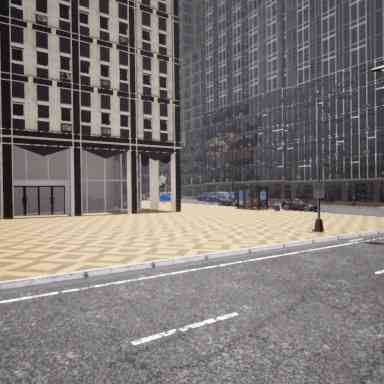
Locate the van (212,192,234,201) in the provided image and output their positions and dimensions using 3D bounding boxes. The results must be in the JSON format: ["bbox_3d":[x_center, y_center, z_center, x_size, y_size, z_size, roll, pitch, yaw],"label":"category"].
[{"bbox_3d":[5.834,0.853,59.309,1.690,1.788,3.998,-1,1,-34],"label":"van"}]

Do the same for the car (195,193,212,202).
[{"bbox_3d":[2.520,0.887,59.557,2.097,1.767,4.553,-1,1,-34],"label":"car"}]

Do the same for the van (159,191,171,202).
[{"bbox_3d":[-4.291,0.936,59.285,1.690,1.788,3.998,0,1,-34],"label":"van"}]

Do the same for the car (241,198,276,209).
[{"bbox_3d":[8.424,1.386,40.444,1.802,1.307,4.206,-1,1,-34],"label":"car"}]

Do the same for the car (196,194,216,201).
[{"bbox_3d":[2.633,1.041,64.008,1.802,1.307,4.206,-1,1,-34],"label":"car"}]

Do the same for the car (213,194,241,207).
[{"bbox_3d":[5.270,1.318,45.172,1.947,1.339,4.313,-1,1,-34],"label":"car"}]

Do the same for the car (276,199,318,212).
[{"bbox_3d":[11.612,1.422,35.737,1.947,1.339,4.313,-1,1,-34],"label":"car"}]

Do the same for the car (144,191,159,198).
[{"bbox_3d":[-10.176,0.684,82.789,1.967,1.590,4.097,0,1,-34],"label":"car"}]

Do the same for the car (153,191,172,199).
[{"bbox_3d":[-6.974,0.613,78.092,2.192,1.841,5.009,0,1,-34],"label":"car"}]

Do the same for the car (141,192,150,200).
[{"bbox_3d":[-10.695,1.038,68.679,2.008,1.369,4.403,0,1,-34],"label":"car"}]
